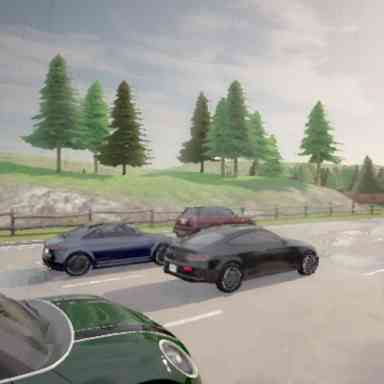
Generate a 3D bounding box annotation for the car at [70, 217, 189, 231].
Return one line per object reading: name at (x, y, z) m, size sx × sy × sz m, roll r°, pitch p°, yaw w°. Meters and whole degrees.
car at (-2.463, 1.652, 10.581) m, size 4.181 × 1.385 × 1.994 m, roll 0°, pitch -1°, yaw -35°

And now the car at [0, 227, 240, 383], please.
car at (-2.097, 1.369, 2.334) m, size 4.553 × 1.767 × 2.097 m, roll 1°, pitch -1°, yaw -35°

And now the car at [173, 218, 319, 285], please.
car at (1.455, 1.606, 9.031) m, size 4.674 × 1.442 × 1.812 m, roll 0°, pitch 0°, yaw -35°

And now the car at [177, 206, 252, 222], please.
car at (1.327, 1.504, 17.447) m, size 4.553 × 1.767 × 2.097 m, roll 1°, pitch -1°, yaw -35°
